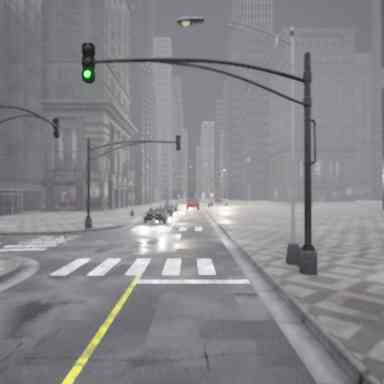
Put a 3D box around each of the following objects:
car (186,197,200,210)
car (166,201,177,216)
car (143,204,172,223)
[{"bbox_3d":[0.139,1.927,56.192,2.150,2.045,5.566,0,-1,0],"label":"car"},{"bbox_3d":[-3.075,2.078,38.459,1.895,1.301,4.718,0,-1,0],"label":"car"},{"bbox_3d":[-3.080,1.961,29.116,1.895,1.301,4.718,0,-1,0],"label":"car"}]
